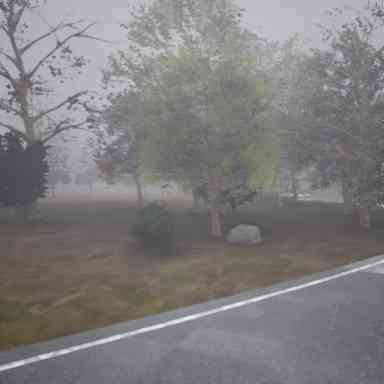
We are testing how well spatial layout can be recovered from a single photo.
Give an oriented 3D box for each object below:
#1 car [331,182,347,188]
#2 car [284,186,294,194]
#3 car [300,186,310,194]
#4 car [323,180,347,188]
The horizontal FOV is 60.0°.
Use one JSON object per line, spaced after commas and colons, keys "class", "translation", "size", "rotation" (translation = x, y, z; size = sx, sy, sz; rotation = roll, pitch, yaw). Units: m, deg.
{"class": "car", "translation": [34.024, -1.720, 74.271], "size": [4.181, 1.385, 1.994], "rotation": [-4, 2, -15]}
{"class": "car", "translation": [19.748, -0.521, 66.846], "size": [1.882, 1.535, 5.008], "rotation": [-2, 3, 26]}
{"class": "car", "translation": [21.336, -0.382, 62.443], "size": [1.812, 1.442, 4.674], "rotation": [-3, 3, 19]}
{"class": "car", "translation": [33.356, -1.841, 77.445], "size": [4.902, 1.511, 2.128], "rotation": [-4, 2, -15]}
